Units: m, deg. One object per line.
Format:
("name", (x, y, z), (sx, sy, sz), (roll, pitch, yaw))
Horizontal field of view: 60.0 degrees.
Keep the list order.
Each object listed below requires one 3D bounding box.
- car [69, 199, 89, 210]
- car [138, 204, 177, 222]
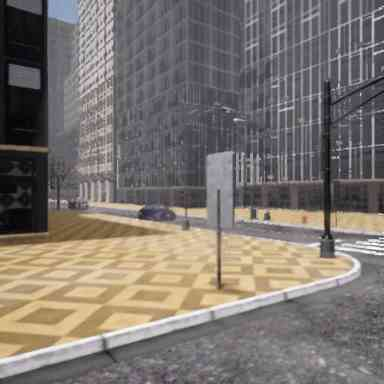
("car", (-16.236, 1.709, 47.596), (2.128, 1.511, 4.902), (0, 0, -35))
("car", (-3.063, 1.751, 28.820), (1.994, 1.385, 4.181), (0, 0, -35))
